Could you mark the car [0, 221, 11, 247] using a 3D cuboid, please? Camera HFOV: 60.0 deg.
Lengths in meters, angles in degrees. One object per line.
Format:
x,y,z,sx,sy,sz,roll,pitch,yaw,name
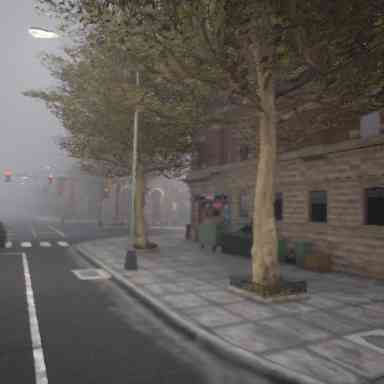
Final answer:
-11.684,2.354,19.127,1.837,1.490,4.892,3,-4,-28,car
